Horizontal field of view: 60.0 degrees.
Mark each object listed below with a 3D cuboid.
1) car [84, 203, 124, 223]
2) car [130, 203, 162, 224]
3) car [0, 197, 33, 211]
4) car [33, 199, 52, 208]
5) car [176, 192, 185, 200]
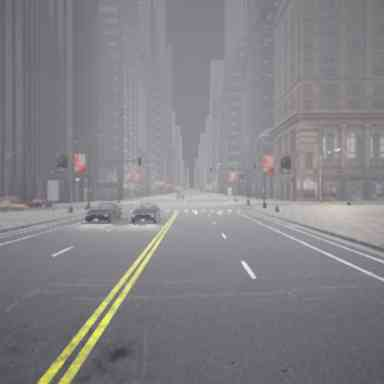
[{"bbox_3d":[-6.575,1.524,25.485,2.033,1.411,5.357,0,0,0],"label":"car"},{"bbox_3d":[-3.326,1.524,25.138,2.033,1.411,5.357,0,0,0],"label":"car"},{"bbox_3d":[-23.837,1.804,43.255,4.829,1.417,1.752,-1,1,0],"label":"car"},{"bbox_3d":[-23.976,1.781,51.783,4.507,1.381,1.887,-1,1,0],"label":"car"},{"bbox_3d":[-3.240,1.085,93.526,2.150,2.045,5.566,0,0,0],"label":"car"}]
